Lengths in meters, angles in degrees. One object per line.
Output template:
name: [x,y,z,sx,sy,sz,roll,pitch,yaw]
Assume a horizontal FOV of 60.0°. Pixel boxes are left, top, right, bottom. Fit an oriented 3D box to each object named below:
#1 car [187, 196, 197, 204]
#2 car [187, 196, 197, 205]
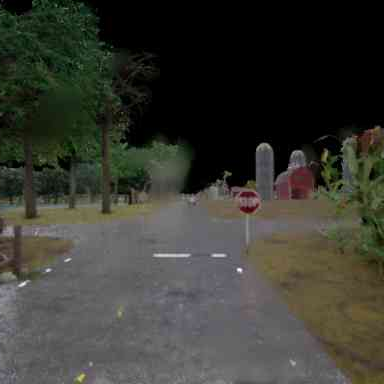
car: [0.008,1.827,78.394,2.097,1.767,4.553,0,-1,0]
car: [0.007,1.963,67.998,2.128,1.511,4.902,0,-1,0]
